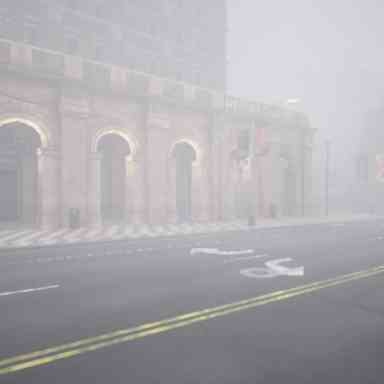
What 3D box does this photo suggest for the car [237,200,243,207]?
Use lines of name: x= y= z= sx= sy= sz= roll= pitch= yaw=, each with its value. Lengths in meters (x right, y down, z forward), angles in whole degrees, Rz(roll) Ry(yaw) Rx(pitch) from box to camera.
car: x=9.228 y=1.963 z=56.126 sx=1.895 sy=1.301 sz=4.718 roll=1 pitch=0 yaw=-36
